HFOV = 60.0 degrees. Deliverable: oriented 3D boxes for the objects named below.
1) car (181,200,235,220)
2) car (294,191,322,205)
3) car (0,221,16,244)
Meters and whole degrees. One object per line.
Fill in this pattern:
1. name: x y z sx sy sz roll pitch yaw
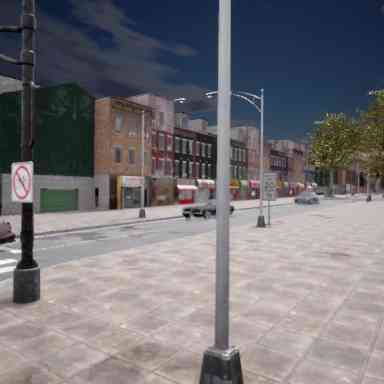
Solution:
1. car: 1.261 1.276 24.515 1.895 1.301 4.718 1 1 36
2. car: 15.070 0.744 43.690 2.097 1.767 4.553 1 1 36
3. car: -8.669 1.477 10.614 2.033 1.411 5.357 1 2 36
